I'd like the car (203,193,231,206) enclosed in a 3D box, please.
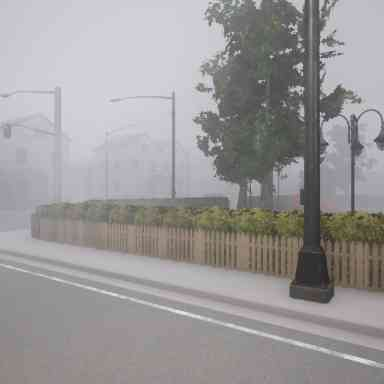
[{"bbox_3d":[3.515,1.221,48.168,2.150,2.045,5.566,0,0,35],"label":"car"}]
